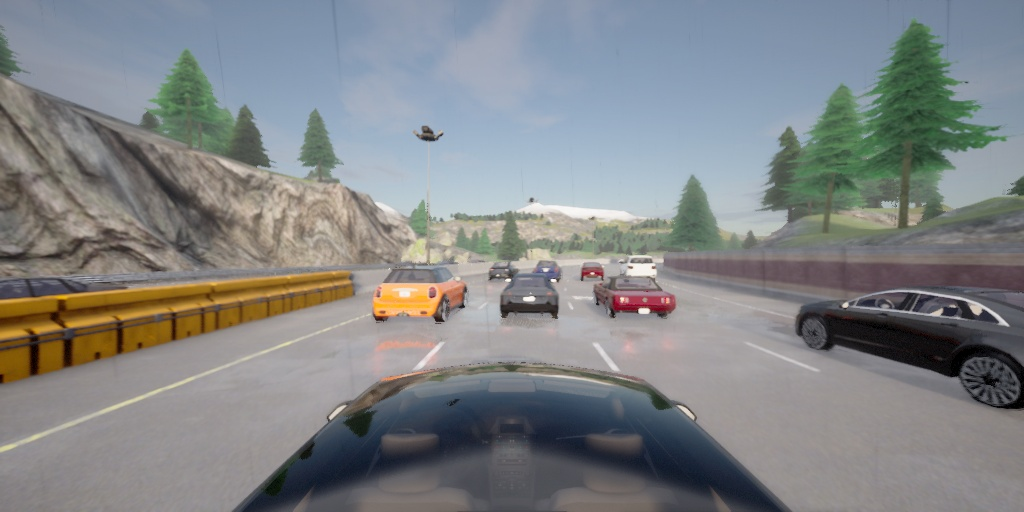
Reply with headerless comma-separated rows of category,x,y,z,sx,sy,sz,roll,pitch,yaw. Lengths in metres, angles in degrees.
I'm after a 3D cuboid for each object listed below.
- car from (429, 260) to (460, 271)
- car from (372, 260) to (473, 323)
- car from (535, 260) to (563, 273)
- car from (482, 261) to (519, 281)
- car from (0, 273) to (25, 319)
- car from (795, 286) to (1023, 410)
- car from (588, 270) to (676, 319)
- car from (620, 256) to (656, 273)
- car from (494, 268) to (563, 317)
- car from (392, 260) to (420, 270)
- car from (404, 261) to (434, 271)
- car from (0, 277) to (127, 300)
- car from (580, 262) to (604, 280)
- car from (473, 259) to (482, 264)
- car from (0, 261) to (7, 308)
car,-9.490,1.302,50.945,2.033,1.411,5.357,0,0,19
car,-2.893,1.102,12.293,2.097,1.767,4.553,0,0,4
car,2.955,1.114,29.029,2.097,1.767,4.553,0,0,11
car,-0.587,1.249,29.259,2.128,1.511,4.902,0,0,11
car,-17.332,1.280,9.299,2.033,1.411,5.357,0,0,3
car,7.250,1.251,6.099,2.128,1.511,4.902,0,0,2
car,4.137,1.359,12.944,1.895,1.301,4.718,0,0,5
car,9.924,0.991,28.431,2.150,2.045,5.566,0,0,12
car,0.682,1.318,13.214,1.994,1.385,4.181,0,0,4
car,-15.865,1.311,53.844,1.994,1.385,4.181,0,0,19
car,-13.124,1.351,51.079,1.895,1.301,4.718,0,0,19
car,-13.823,1.283,9.659,2.033,1.411,5.357,0,0,3
car,6.915,1.245,30.946,1.882,1.535,5.008,0,0,12
car,-5.381,1.237,52.078,1.882,1.535,5.008,0,0,20
car,-20.649,1.081,11.596,2.097,1.767,4.553,0,0,4
